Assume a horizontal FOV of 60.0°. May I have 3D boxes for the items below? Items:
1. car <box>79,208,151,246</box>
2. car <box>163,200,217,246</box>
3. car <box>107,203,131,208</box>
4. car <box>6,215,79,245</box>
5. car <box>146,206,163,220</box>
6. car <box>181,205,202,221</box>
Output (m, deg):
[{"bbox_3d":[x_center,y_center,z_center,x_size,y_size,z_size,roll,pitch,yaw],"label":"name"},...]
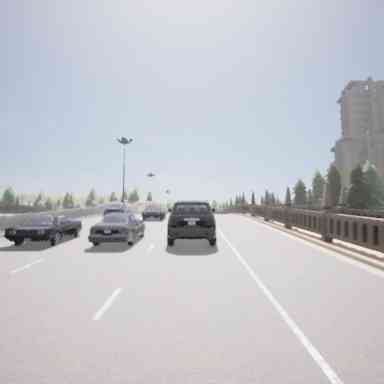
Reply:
[{"bbox_3d":[-3.515,1.726,16.308,2.033,1.411,5.357,0,-1,0],"label":"car"},{"bbox_3d":[-0.015,1.395,16.334,2.150,2.045,5.566,0,0,0],"label":"car"},{"bbox_3d":[-7.027,1.854,31.671,1.837,1.490,4.892,0,0,0],"label":"car"},{"bbox_3d":[-7.014,1.780,16.420,1.895,1.301,4.718,0,-1,0],"label":"car"},{"bbox_3d":[-3.529,1.945,31.525,1.895,1.301,4.718,0,-1,0],"label":"car"},{"bbox_3d":[-0.029,1.945,31.526,1.895,1.301,4.718,0,-1,0],"label":"car"}]
